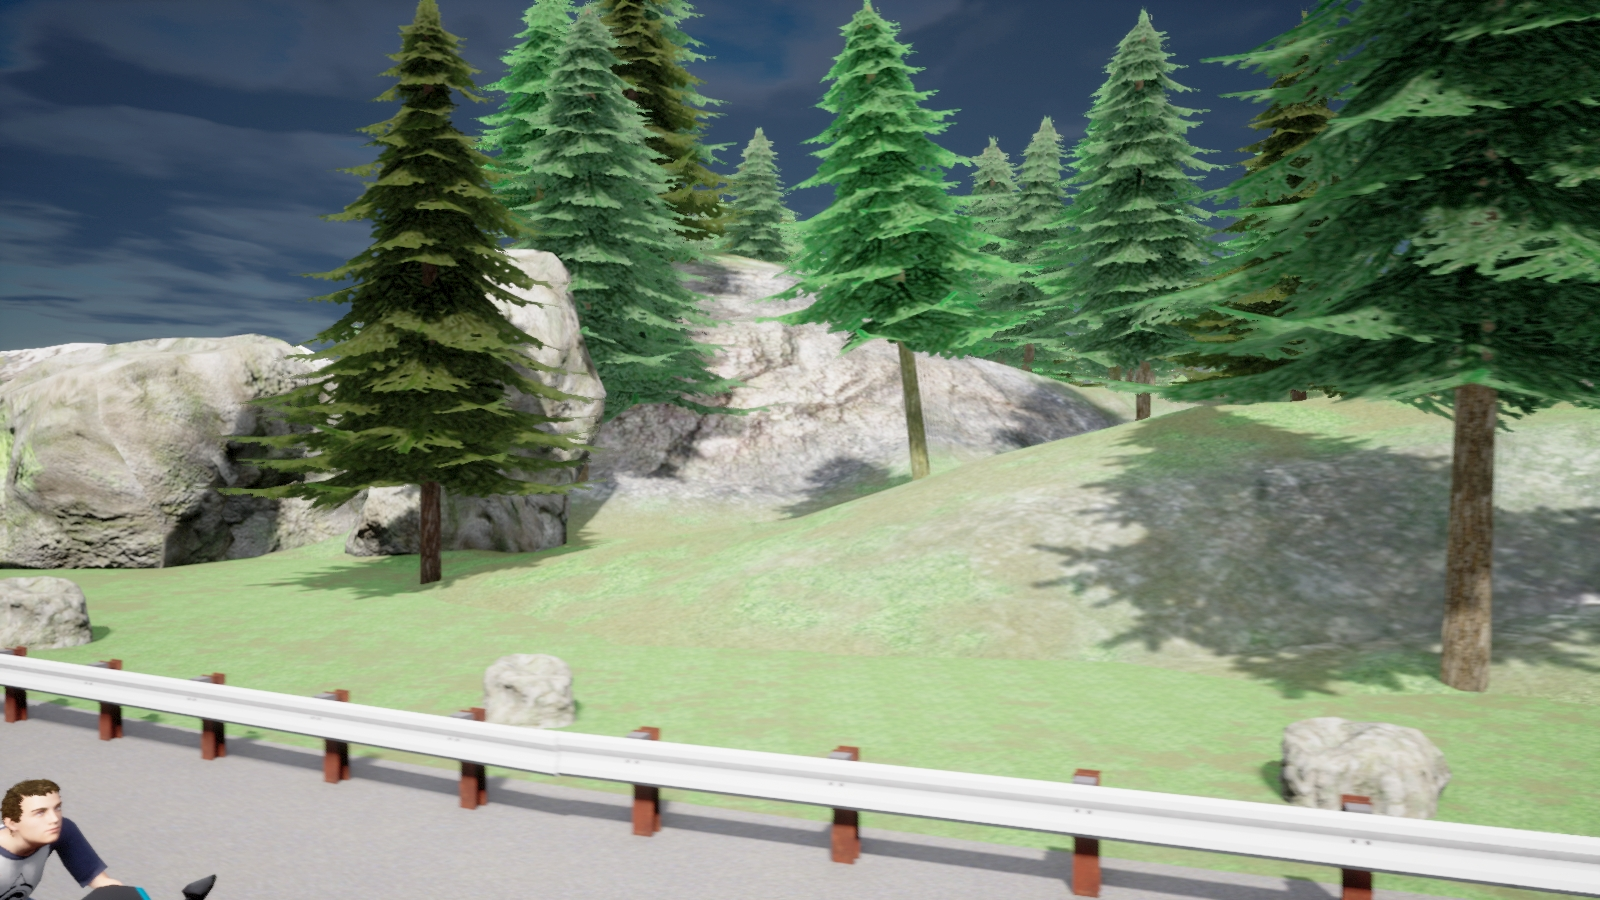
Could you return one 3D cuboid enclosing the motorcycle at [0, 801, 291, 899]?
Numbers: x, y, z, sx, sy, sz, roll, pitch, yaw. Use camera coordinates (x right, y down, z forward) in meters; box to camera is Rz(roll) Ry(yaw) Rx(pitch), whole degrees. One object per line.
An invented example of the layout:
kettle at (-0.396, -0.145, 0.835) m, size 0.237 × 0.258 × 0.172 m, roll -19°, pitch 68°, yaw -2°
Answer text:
motorcycle at (-3.071, 2.180, 4.461) m, size 2.033 × 1.217 × 0.803 m, roll 0°, pitch 0°, yaw 23°
